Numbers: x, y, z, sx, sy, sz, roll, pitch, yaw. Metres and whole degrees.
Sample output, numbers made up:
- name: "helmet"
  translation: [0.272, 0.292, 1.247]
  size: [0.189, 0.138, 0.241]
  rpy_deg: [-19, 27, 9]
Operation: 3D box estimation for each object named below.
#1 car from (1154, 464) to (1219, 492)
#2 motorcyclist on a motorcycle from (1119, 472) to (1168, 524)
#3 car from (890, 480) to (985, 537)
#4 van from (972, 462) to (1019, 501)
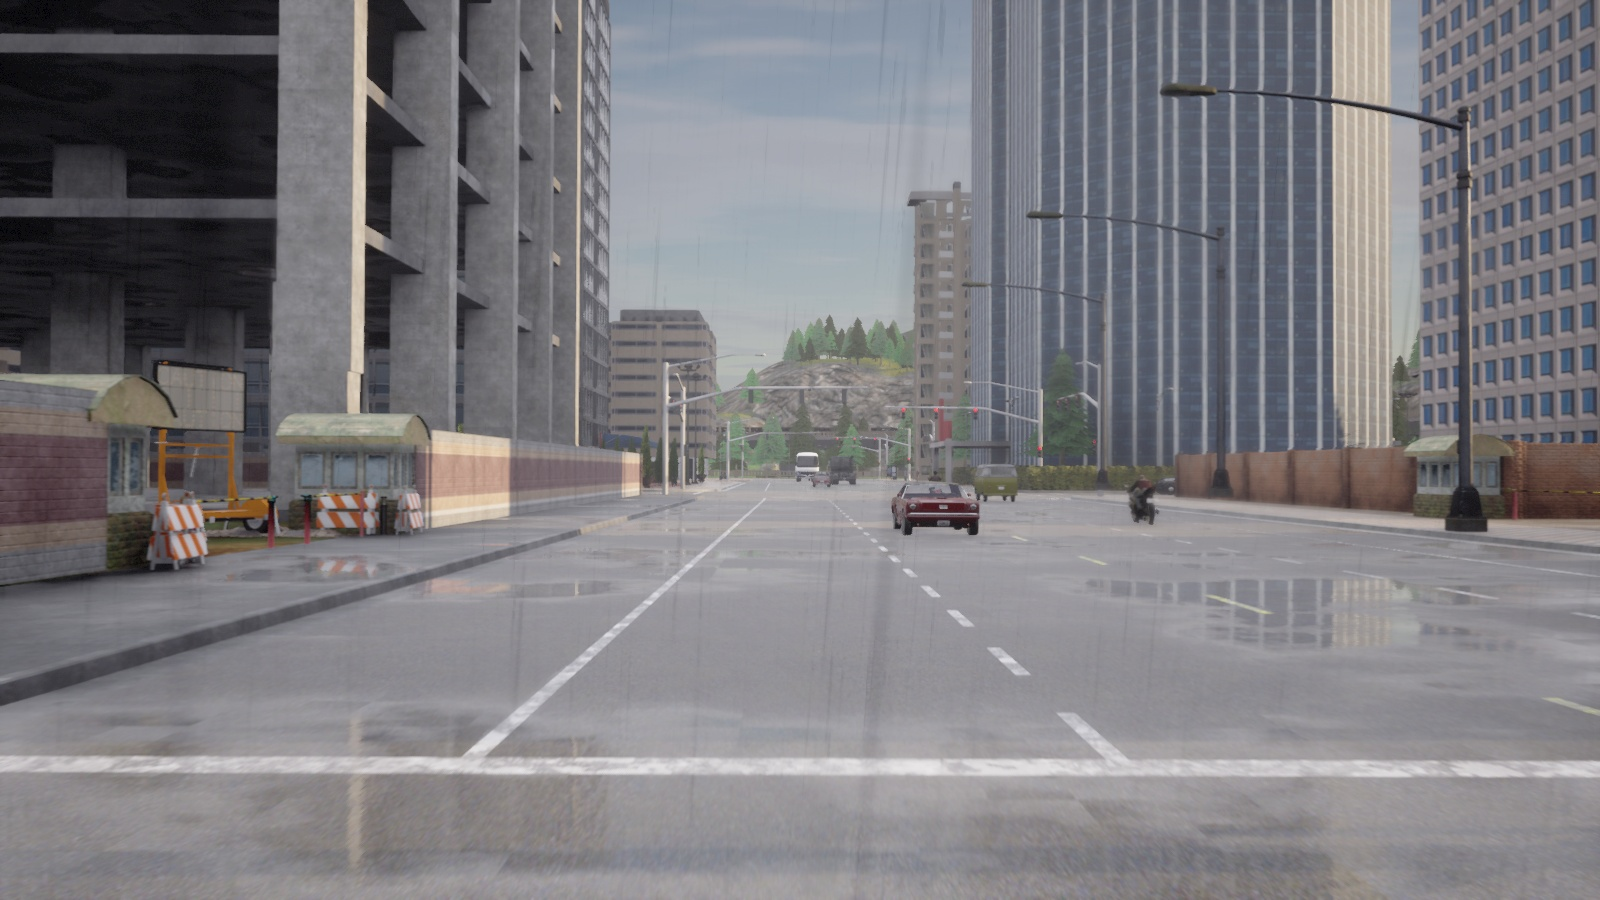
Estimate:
- name: "car"
  translation: [26.624, 1.952, 86.674]
  size: [3.866, 1.878, 1.905]
  rpy_deg: [0, -1, 0]
- name: "motorcyclist on a motorcycle"
  translation: [10.409, 1.445, 38.148]
  size: [0.866, 1.530, 2.191]
  rpy_deg: [0, -1, 0]
- name: "car"
  translation: [3.424, 1.438, 32.130]
  size: [1.895, 1.301, 4.718]
  rpy_deg: [0, -1, 0]
- name: "van"
  translation: [10.329, 1.637, 66.519]
  size: [1.775, 1.987, 4.442]
  rpy_deg: [0, -1, 0]
